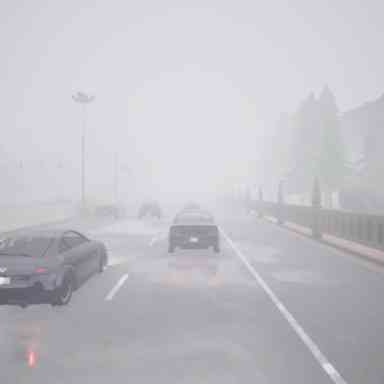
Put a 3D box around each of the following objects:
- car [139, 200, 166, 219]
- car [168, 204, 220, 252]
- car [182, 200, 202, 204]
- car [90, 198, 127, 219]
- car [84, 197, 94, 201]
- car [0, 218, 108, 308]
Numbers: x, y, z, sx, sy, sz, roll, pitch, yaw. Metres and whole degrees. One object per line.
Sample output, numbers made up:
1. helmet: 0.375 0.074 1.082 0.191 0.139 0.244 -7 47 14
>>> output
1. car: -3.460 1.492 28.939 1.837 1.490 4.892 0 0 0
2. car: 0.071 1.470 13.849 1.882 1.535 5.008 0 0 0
3. car: 0.030 1.508 33.353 1.812 1.442 4.674 0 0 0
4. car: -6.960 1.469 28.849 1.882 1.535 5.008 0 0 0
5. car: -14.097 1.494 45.836 2.128 1.511 4.902 0 0 0
6. car: -3.422 1.563 7.986 1.994 1.385 4.181 0 0 0
